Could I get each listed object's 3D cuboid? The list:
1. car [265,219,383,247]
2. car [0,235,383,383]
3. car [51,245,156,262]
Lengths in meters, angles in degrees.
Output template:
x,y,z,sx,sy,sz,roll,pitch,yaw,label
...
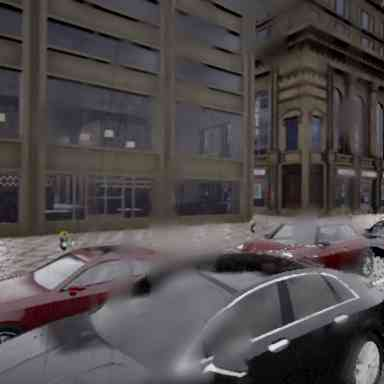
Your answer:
x,y,z,sx,sy,sz,roll,pitch,yaw,label
2.930,1.484,8.735,4.097,1.590,1.967,0,0,-35,car
0.279,1.518,3.578,4.892,1.490,1.837,0,0,-36,car
-1.632,1.592,5.482,4.206,1.307,1.802,0,0,-35,car
